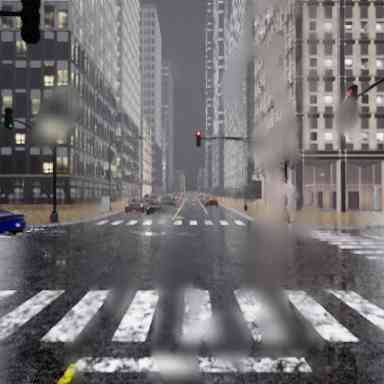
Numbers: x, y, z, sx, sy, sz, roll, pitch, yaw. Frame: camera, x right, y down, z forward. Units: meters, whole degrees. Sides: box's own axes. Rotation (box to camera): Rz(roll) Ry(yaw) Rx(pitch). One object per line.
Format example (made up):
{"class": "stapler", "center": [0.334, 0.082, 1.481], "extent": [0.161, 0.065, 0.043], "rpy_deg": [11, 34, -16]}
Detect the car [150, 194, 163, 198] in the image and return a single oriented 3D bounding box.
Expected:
{"class": "car", "center": [-5.678, 1.139, 45.593], "extent": [2.192, 1.841, 5.009], "rpy_deg": [1, 0, 0]}

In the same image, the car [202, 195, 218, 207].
{"class": "car", "center": [2.696, 1.406, 45.657], "extent": [1.802, 1.307, 4.206], "rpy_deg": [1, 0, 0]}

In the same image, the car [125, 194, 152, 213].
{"class": "car", "center": [-5.679, 1.307, 34.444], "extent": [1.967, 1.590, 4.097], "rpy_deg": [1, 0, 0]}

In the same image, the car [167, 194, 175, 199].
{"class": "car", "center": [-5.689, 1.205, 90.195], "extent": [2.008, 1.369, 4.403], "rpy_deg": [1, 0, 0]}

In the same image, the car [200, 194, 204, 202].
{"class": "car", "center": [2.697, 1.306, 56.983], "extent": [1.752, 1.417, 4.829], "rpy_deg": [1, 0, 0]}

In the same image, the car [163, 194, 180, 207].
{"class": "car", "center": [-3.098, 1.367, 46.541], "extent": [2.033, 1.411, 5.357], "rpy_deg": [0, 0, 0]}

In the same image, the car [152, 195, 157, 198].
{"class": "car", "center": [-5.683, 1.427, 40.019], "extent": [1.802, 1.307, 4.206], "rpy_deg": [1, 0, 0]}

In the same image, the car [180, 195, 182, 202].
{"class": "car", "center": [-3.010, 1.129, 65.548], "extent": [2.097, 1.767, 4.553], "rpy_deg": [0, 0, 0]}

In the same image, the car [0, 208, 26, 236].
{"class": "car", "center": [-10.693, 1.426, 16.180], "extent": [5.008, 1.535, 1.882], "rpy_deg": [0, -2, 10]}

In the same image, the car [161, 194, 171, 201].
{"class": "car", "center": [-5.687, 1.263, 73.470], "extent": [1.887, 1.381, 4.507], "rpy_deg": [1, 0, 0]}

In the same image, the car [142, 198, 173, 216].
{"class": "car", "center": [-3.103, 1.480, 31.021], "extent": [1.895, 1.301, 4.718], "rpy_deg": [0, 0, 0]}

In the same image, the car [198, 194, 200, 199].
{"class": "car", "center": [2.695, 1.326, 62.390], "extent": [1.947, 1.339, 4.313], "rpy_deg": [1, 0, 0]}

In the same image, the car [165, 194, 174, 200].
{"class": "car", "center": [-5.689, 1.220, 84.620], "extent": [1.887, 1.381, 4.507], "rpy_deg": [1, 0, 0]}

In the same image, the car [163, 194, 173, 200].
{"class": "car", "center": [-5.688, 1.247, 79.045], "extent": [2.008, 1.369, 4.403], "rpy_deg": [1, 0, 0]}
